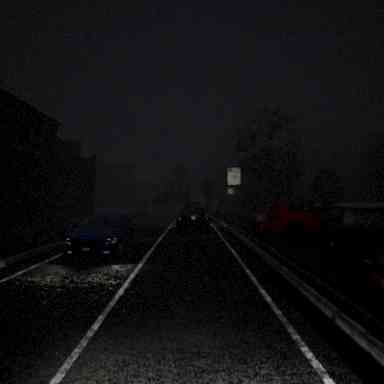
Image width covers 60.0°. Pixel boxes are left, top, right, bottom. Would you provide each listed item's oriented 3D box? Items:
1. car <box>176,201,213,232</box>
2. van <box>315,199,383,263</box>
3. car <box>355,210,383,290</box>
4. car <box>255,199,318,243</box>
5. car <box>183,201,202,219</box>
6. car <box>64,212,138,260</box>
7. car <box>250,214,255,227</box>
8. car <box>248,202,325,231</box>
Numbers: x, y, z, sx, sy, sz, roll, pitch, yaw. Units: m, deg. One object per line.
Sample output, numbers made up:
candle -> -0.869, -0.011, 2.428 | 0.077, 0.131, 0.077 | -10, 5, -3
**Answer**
car -> 0.074, 1.633, 21.947 | 2.097, 1.767, 4.553 | 0, -2, 0
van -> 6.386, 1.302, 10.079 | 4.442, 1.987, 1.878 | 0, -1, 0
car -> 6.319, 1.375, 7.040 | 4.553, 1.767, 2.185 | 0, 0, 0
car -> 6.253, 1.352, 16.270 | 5.566, 2.045, 2.435 | 0, -1, 0
car -> 0.049, 2.143, 40.003 | 2.150, 2.045, 5.566 | 0, -2, 0
car -> -3.360, 1.574, 13.055 | 1.882, 1.535, 5.008 | 0, -1, 0
car -> 6.198, 1.655, 19.183 | 5.008, 1.535, 2.097 | 0, -1, -1
car -> 6.192, 1.584, 22.221 | 4.553, 1.767, 2.185 | 0, -1, -1
